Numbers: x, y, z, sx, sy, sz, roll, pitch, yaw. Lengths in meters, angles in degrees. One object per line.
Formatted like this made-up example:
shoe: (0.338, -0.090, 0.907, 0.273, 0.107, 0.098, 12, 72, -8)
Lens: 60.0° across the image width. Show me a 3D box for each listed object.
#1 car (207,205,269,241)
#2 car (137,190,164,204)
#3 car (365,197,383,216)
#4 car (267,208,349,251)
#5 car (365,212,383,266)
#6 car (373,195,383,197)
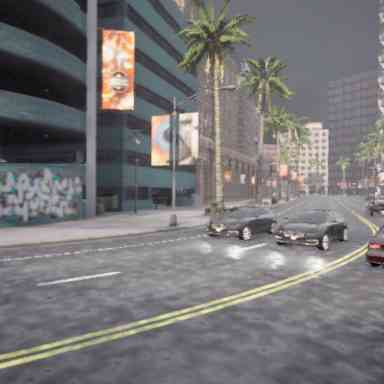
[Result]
car: (2.650, 1.443, 16.507, 1.837, 1.490, 4.892, 1, 0, 38)
car: (-6.077, 0.730, 48.453, 2.435, 2.045, 5.566, 1, 0, 22)
car: (17.732, 1.493, 31.566, 1.837, 1.490, 4.892, 1, 0, 22)
car: (5.265, 1.477, 14.208, 1.837, 1.490, 4.892, 1, 0, 38)
car: (7.031, 1.550, 10.622, 2.033, 1.411, 5.357, 1, 0, 40)
car: (40.030, 1.341, 69.743, 2.185, 1.767, 4.553, 1, 0, 22)
